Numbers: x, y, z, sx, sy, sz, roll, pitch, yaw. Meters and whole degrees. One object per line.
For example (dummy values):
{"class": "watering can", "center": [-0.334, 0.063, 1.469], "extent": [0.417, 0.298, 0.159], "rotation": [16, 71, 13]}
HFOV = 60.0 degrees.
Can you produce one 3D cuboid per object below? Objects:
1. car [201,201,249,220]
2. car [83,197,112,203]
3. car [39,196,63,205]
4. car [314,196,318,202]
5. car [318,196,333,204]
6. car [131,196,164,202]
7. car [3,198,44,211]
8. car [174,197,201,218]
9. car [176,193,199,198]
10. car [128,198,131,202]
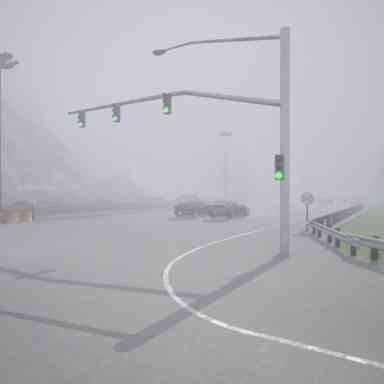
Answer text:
{"class": "car", "center": [3.140, 1.468, 27.676], "extent": [2.128, 1.511, 4.902], "rotation": [0, 0, 33]}
{"class": "car", "center": [-10.770, 1.539, 38.793], "extent": [1.895, 1.301, 4.718], "rotation": [0, 0, 33]}
{"class": "car", "center": [-19.654, 1.267, 44.392], "extent": [2.097, 1.767, 4.553], "rotation": [0, 0, 33]}
{"class": "car", "center": [28.187, 1.520, 72.883], "extent": [2.033, 1.411, 5.357], "rotation": [0, 0, 7]}
{"class": "car", "center": [25.630, 1.548, 63.296], "extent": [1.994, 1.385, 4.181], "rotation": [0, 0, 16]}
{"class": "car", "center": [-5.740, 1.431, 46.748], "extent": [2.128, 1.511, 4.902], "rotation": [0, 0, 32]}
{"class": "car", "center": [-16.198, 1.500, 30.282], "extent": [1.994, 1.385, 4.181], "rotation": [0, 0, 33]}
{"class": "car", "center": [0.293, 1.475, 29.719], "extent": [1.837, 1.490, 4.892], "rotation": [0, 1, 33]}
{"class": "car", "center": [-0.794, 1.163, 54.864], "extent": [2.150, 2.045, 5.566], "rotation": [0, 0, 29]}
{"class": "car", "center": [-9.651, 1.410, 60.501], "extent": [2.128, 1.511, 4.902], "rotation": [0, 0, 29]}
